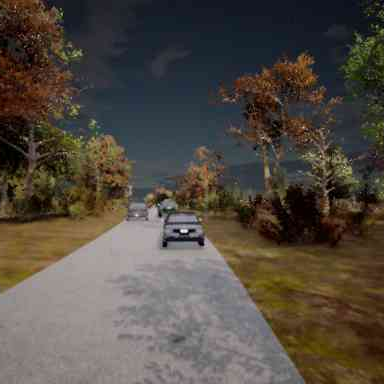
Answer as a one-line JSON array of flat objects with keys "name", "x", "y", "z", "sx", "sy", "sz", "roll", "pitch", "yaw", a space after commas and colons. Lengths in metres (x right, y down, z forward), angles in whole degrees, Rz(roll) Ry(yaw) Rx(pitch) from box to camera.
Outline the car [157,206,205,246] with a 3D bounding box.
[{"name": "car", "x": -0.477, "y": 1.618, "z": 15.730, "sx": 2.033, "sy": 1.411, "sz": 5.357, "roll": 0, "pitch": 0, "yaw": -4}]

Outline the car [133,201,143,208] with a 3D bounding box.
[{"name": "car", "x": -11.221, "y": 2.613, "z": 68.887, "sx": 1.994, "sy": 1.385, "sz": 4.181, "roll": 0, "pitch": -2, "yaw": -10}]

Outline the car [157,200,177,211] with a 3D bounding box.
[{"name": "car", "x": -2.623, "y": 1.679, "z": 35.897, "sx": 2.097, "sy": 1.767, "sz": 4.553, "roll": 0, "pitch": -1, "yaw": -8}]

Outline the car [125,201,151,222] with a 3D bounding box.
[{"name": "car", "x": -4.658, "y": 1.712, "z": 28.867, "sx": 1.837, "sy": 1.490, "sz": 4.892, "roll": 0, "pitch": -1, "yaw": -7}]
